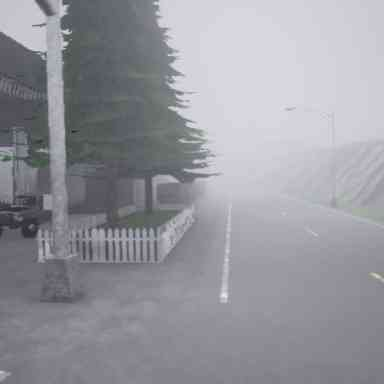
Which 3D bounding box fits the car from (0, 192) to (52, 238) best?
[{"bbox_3d":[-7.649,0.988,15.655,1.905,1.878,3.866,-1,2,6],"label":"car"}]
